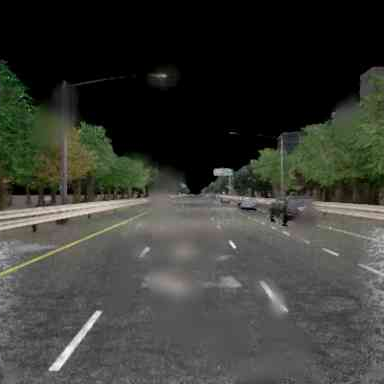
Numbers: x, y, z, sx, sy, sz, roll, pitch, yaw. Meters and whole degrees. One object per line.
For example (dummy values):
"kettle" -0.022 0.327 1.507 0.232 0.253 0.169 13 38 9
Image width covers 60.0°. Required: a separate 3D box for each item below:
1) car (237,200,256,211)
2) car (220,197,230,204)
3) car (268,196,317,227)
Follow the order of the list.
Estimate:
"car" 7.099 1.724 43.740 1.994 1.385 4.181 0 0 0
"car" 7.289 1.838 73.982 2.033 1.411 5.357 0 0 0
"car" 7.026 1.296 23.719 2.150 2.045 5.566 0 0 0
